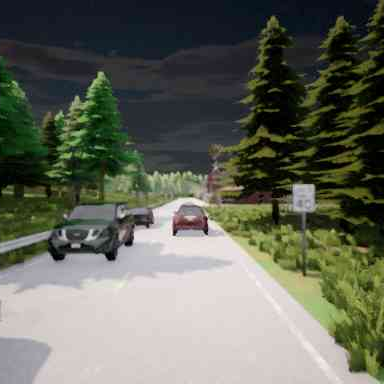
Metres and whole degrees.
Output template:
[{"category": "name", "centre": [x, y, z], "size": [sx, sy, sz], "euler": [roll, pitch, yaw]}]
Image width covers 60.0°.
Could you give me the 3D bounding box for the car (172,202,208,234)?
[{"category": "car", "centre": [-0.121, 1.585, 20.902], "size": [2.097, 1.767, 4.553], "euler": [0, -1, -1]}]

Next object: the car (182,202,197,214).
[{"category": "car", "centre": [-0.383, 2.002, 42.816], "size": [1.812, 1.442, 4.674], "euler": [0, -1, -1]}]

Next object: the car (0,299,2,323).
[{"category": "car", "centre": [-3.582, 1.584, 2.947], "size": [1.812, 1.442, 4.674], "euler": [0, -1, -1]}]

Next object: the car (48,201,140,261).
[{"category": "car", "centre": [-3.727, 1.397, 13.429], "size": [2.150, 2.045, 5.566], "euler": [0, -1, 0]}]

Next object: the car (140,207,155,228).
[{"category": "car", "centre": [-3.849, 1.850, 24.868], "size": [2.033, 1.411, 5.357], "euler": [0, -1, -1]}]
